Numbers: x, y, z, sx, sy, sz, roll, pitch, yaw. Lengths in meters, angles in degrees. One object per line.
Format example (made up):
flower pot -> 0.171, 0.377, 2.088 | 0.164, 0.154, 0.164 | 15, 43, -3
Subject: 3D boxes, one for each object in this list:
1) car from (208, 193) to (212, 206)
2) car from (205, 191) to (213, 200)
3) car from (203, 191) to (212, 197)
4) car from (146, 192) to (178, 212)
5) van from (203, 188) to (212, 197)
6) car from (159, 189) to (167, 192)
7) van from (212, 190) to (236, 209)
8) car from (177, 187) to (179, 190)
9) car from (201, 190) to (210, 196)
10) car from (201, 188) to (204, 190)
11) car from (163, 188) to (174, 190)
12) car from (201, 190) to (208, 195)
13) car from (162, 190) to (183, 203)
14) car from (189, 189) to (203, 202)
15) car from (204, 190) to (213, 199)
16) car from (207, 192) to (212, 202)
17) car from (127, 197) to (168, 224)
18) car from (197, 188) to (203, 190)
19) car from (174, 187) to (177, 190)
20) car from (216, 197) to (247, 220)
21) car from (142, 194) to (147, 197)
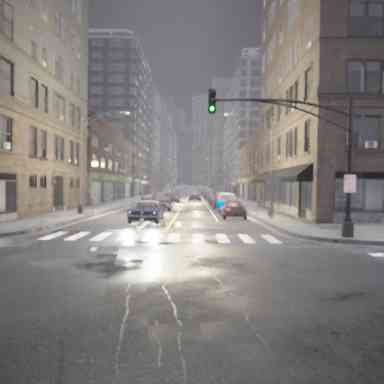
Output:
car -> 3.085, 1.090, 35.529 | 1.887, 1.381, 4.507 | 1, 1, 0
car -> 3.170, 0.956, 46.634 | 1.802, 1.307, 4.206 | 1, 1, 0
car -> 3.378, 0.457, 74.392 | 1.802, 1.307, 4.206 | 1, 1, 0
car -> -2.786, 1.050, 32.091 | 2.033, 1.411, 5.357 | 1, 1, 1
van -> 3.258, 0.518, 57.736 | 1.690, 1.788, 3.998 | 1, 1, 0
car -> -5.311, 0.696, 52.254 | 2.008, 1.369, 4.403 | 1, 1, 0
van -> 3.047, 0.964, 29.976 | 1.690, 1.788, 3.998 | 1, 1, 0
car -> -5.062, 0.081, 85.564 | 1.887, 1.381, 4.507 | 1, 1, 0
car -> 3.463, 0.235, 85.495 | 1.947, 1.339, 4.313 | 1, 1, 0
car -> 3.300, 0.392, 63.286 | 2.192, 1.841, 5.009 | 1, 1, 0
car -> -5.224, 0.259, 63.352 | 2.192, 1.841, 5.009 | 1, 1, 0
car -> 3.507, 0.082, 91.215 | 1.752, 1.417, 4.829 | 1, 1, 0
car -> -2.651, 0.826, 47.017 | 2.033, 1.411, 5.357 | 1, 1, 1
car -> 0.454, 0.749, 52.859 | 1.812, 1.442, 4.674 | 1, 1, 0
car -> 3.212, 0.860, 52.190 | 1.802, 1.307, 4.206 | 1, 1, 0
car -> 3.127, 1.046, 41.084 | 1.802, 1.307, 4.206 | 1, 1, 0
car -> -2.872, 1.253, 21.405 | 1.895, 1.301, 4.718 | 1, 1, 1
car -> 0.529, 0.520, 62.858 | 1.882, 1.535, 5.008 | 1, 1, 0
car -> -5.141, 0.058, 74.454 | 2.192, 1.841, 5.009 | 1, 1, 0
car -> 3.002, 1.282, 24.428 | 1.802, 1.307, 4.206 | 1, 1, 0
car -> -5.398, 0.913, 41.150 | 1.802, 1.307, 4.206 | 1, 1, 0
